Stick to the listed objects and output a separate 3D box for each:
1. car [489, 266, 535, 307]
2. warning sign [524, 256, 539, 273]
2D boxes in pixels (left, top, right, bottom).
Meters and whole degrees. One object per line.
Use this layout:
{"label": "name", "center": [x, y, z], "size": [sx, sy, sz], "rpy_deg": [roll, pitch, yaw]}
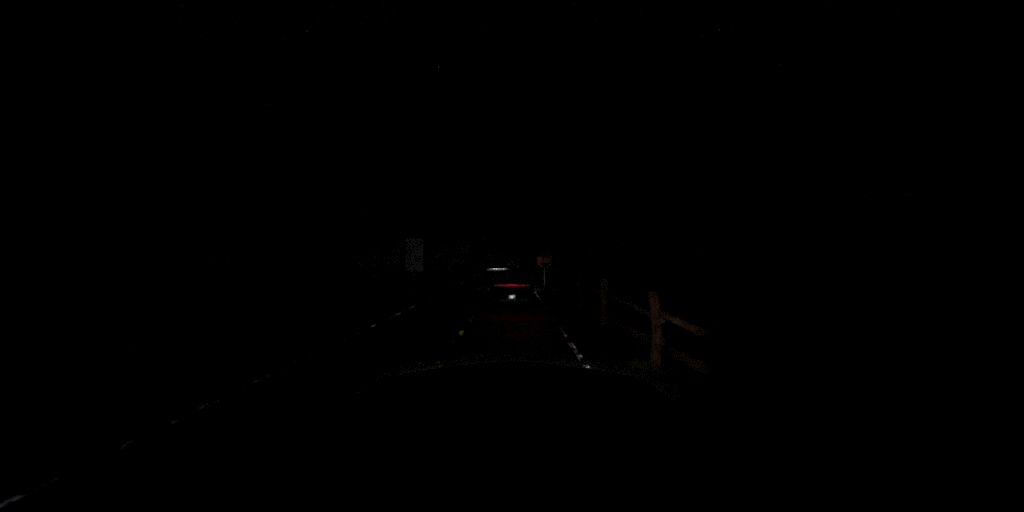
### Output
{"label": "car", "center": [0.005, 1.367, 16.142], "size": [2.128, 1.511, 4.902], "rpy_deg": [0, 0, 0]}
{"label": "warning sign", "center": [2.447, 1.221, 46.095], "size": [1.300, 1.860, 1.060], "rpy_deg": [0, 0, 0]}
